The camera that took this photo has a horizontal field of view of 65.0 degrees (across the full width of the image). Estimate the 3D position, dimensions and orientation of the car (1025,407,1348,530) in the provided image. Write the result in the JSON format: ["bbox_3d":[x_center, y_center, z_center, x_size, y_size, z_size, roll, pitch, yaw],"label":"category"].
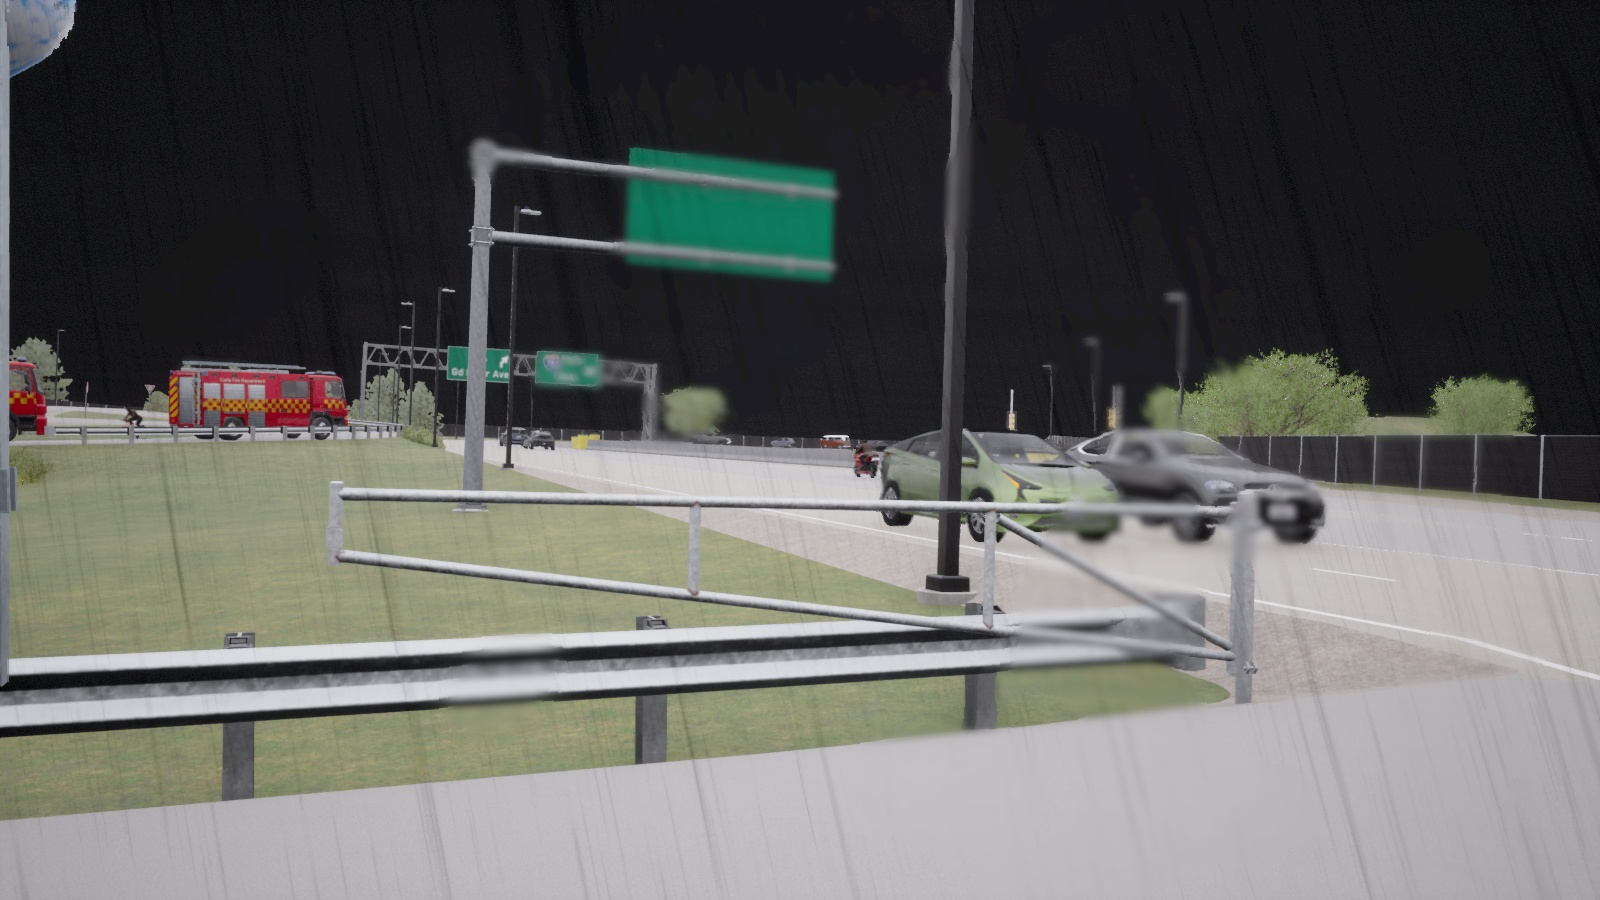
[{"bbox_3d":[5.804,0.241,19.678,2.152,1.651,5.027,1,0,-21],"label":"car"}]

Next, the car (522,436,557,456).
[{"bbox_3d":[-20.201,-0.329,97.148,1.837,1.490,4.892,1,0,-21],"label":"car"}]

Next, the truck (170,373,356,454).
[{"bbox_3d":[-27.208,-1.862,64.101,2.891,3.827,8.468,1,2,33],"label":"truck"}]

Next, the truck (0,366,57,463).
[{"bbox_3d":[-34.572,-1.389,50.014,8.468,3.827,2.891,-2,2,-31],"label":"truck"}]

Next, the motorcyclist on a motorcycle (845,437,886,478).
[{"bbox_3d":[2.477,0.274,47.858,0.797,1.523,2.044,1,0,-21],"label":"motorcyclist on a motorcycle"}]

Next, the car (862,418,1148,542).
[{"bbox_3d":[2.725,0.362,17.926,2.007,1.525,4.514,1,0,-21],"label":"car"}]
